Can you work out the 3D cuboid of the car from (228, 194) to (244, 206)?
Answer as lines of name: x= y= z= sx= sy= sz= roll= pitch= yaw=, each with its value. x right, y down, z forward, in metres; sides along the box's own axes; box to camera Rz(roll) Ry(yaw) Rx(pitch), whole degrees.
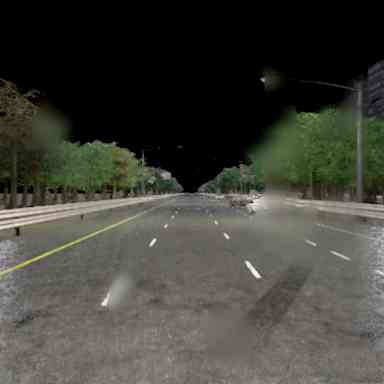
car: x=7.077 y=1.354 z=53.464 sx=2.097 sy=1.767 sz=4.553 roll=0 pitch=0 yaw=0

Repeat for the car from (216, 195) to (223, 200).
car: x=7.853 y=1.594 z=93.484 sx=1.895 sy=1.301 sz=4.718 roll=0 pitch=0 yaw=8

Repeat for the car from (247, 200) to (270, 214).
car: x=7.043 y=1.536 z=35.470 sx=1.812 sy=1.442 sz=4.674 roll=0 pitch=0 yaw=0
